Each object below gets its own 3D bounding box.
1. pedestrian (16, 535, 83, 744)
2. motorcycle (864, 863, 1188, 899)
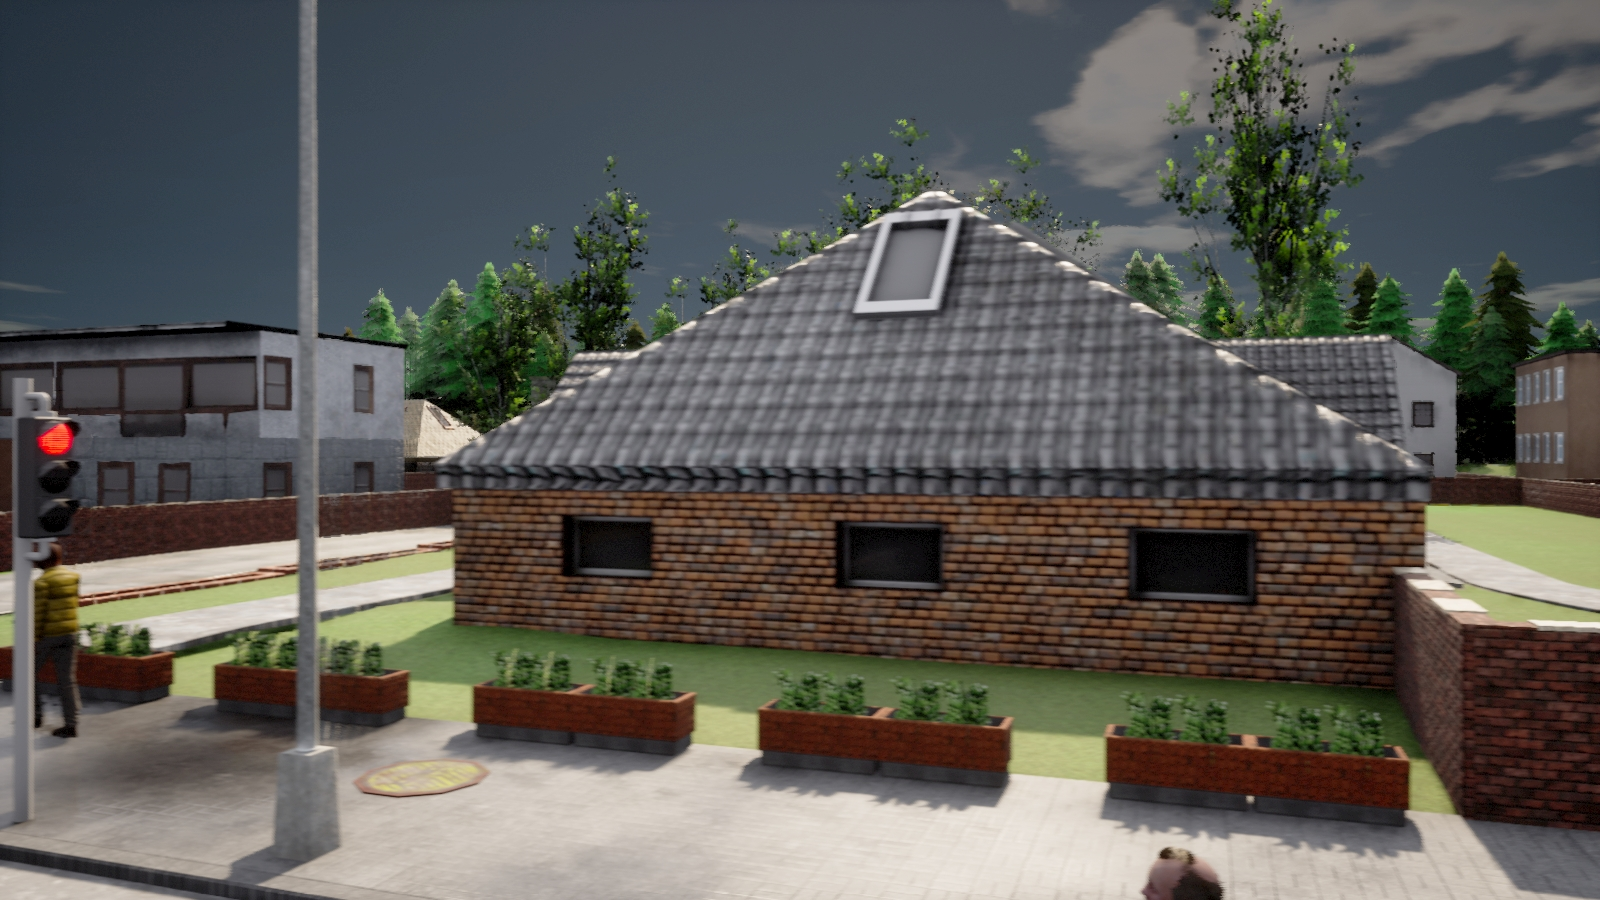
[{"bbox_3d":[-6.988,1.744,10.646,0.375,1.860,0.375,0,0,18],"label":"pedestrian"},{"bbox_3d":[1.040,2.142,3.398,1.805,1.316,0.856,0,0,19],"label":"motorcycle"}]
